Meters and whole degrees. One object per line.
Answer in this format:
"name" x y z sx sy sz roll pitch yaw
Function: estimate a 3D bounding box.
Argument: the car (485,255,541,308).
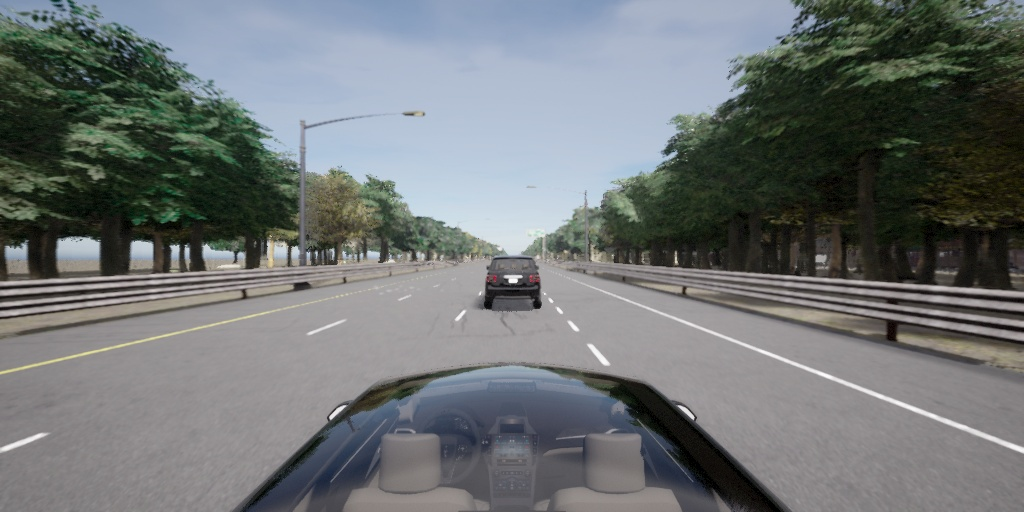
"car" 0.037 0.985 15.540 2.150 2.045 5.566 0 0 0
